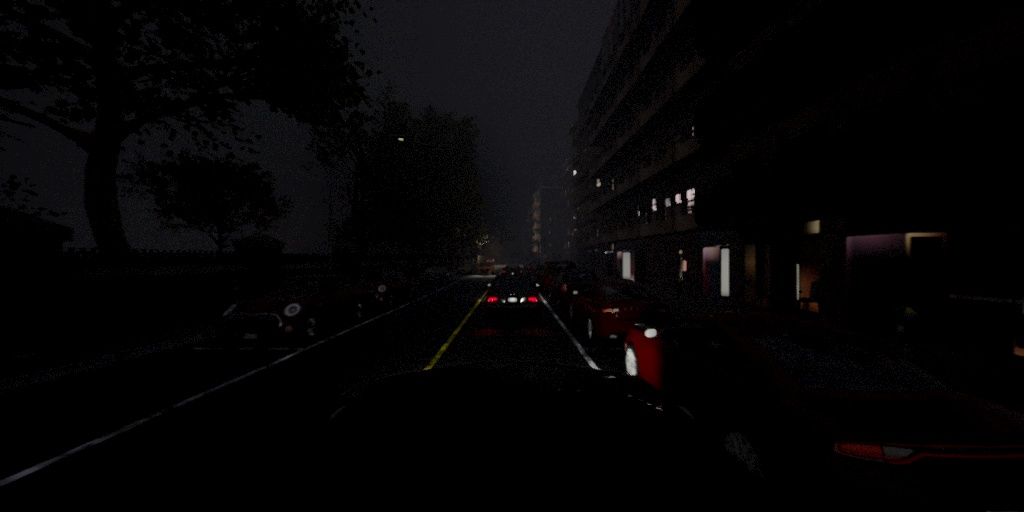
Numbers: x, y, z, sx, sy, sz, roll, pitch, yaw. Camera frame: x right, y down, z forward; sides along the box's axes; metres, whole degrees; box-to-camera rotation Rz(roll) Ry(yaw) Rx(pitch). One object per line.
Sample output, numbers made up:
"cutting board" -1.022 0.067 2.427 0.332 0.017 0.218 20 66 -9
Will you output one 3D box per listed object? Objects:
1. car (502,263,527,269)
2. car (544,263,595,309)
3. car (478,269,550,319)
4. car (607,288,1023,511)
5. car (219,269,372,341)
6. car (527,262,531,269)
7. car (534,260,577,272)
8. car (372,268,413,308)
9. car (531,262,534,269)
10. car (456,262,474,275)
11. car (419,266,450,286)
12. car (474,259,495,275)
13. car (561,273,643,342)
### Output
"car" 0.063 1.487 32.405 1.994 1.385 4.181 0 0 0
"car" 2.686 1.266 15.426 1.967 1.591 4.097 0 0 0
"car" 0.041 1.361 13.162 2.033 1.411 5.357 0 0 1
"car" 2.690 1.308 4.166 1.888 1.381 4.507 0 0 0
"car" -5.693 1.234 9.793 1.967 1.591 4.097 0 0 0
"car" 2.676 1.431 43.576 1.967 1.591 4.097 0 0 0
"car" 2.684 1.173 21.056 2.192 1.841 5.009 0 0 0
"car" -5.695 1.266 15.422 1.967 1.591 4.097 0 0 0
"car" 2.682 1.330 26.687 1.967 1.591 4.097 0 0 0
"car" -5.704 1.516 43.403 1.751 1.417 4.829 0 0 0
"car" -5.698 1.441 26.683 2.007 1.370 4.403 0 0 0
"car" -3.112 1.464 42.937 1.882 1.535 5.008 0 0 0
"car" 2.688 1.340 9.797 1.888 1.381 4.507 0 0 0
